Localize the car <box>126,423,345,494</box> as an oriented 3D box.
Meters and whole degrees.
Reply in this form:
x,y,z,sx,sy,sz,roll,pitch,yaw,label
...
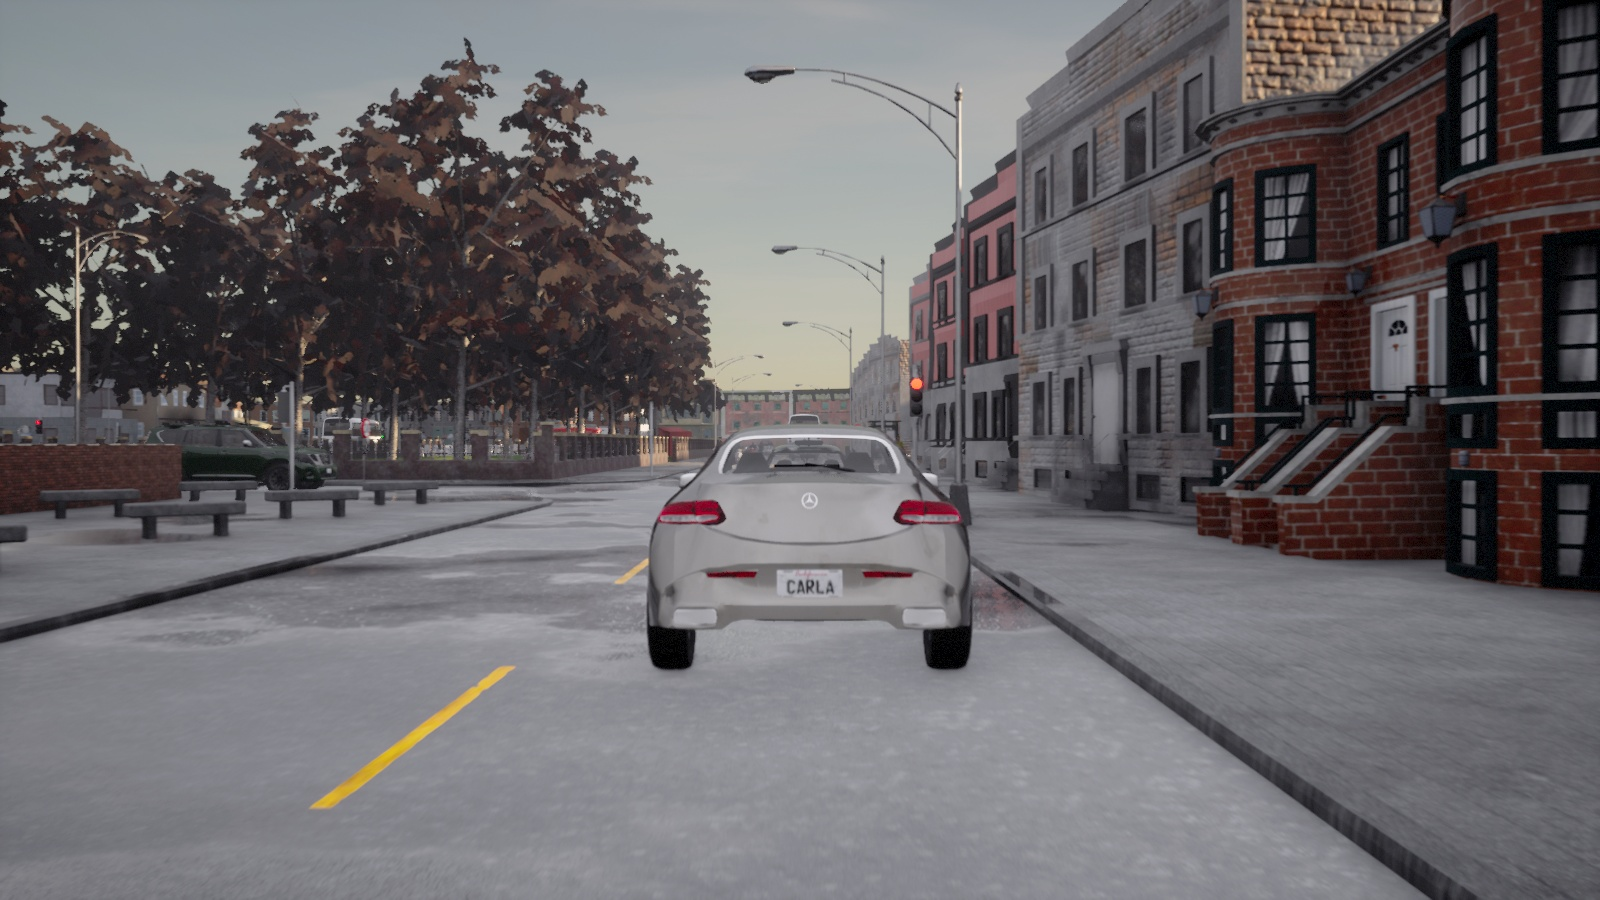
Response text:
x,y,z,sx,sy,sz,roll,pitch,yaw,label
-16.758,0.237,37.468,5.566,2.045,2.150,0,0,2,car

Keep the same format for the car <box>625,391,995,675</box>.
x,y,z,sx,sy,sz,roll,pitch,yaw,label
0.070,0.469,9.823,2.152,1.651,5.027,0,0,0,car
